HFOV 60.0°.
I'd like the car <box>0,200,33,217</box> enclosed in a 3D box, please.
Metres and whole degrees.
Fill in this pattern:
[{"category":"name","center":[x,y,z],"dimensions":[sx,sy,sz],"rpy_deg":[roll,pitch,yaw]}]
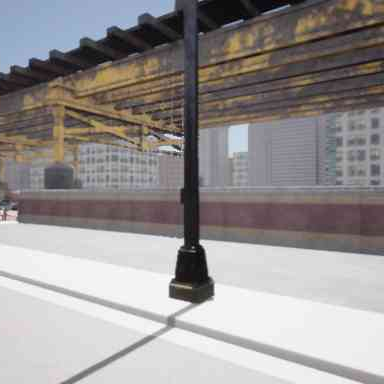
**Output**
[{"category":"car","center":[-18.462,1.556,32.319],"dimensions":[4.974,1.542,2.038],"rpy_deg":[0,0,-1]}]

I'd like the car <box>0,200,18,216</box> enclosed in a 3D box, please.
[{"category":"car","center":[-18.410,1.398,32.321],"dimensions":[4.536,1.218,1.853],"rpy_deg":[0,0,-1]}]
